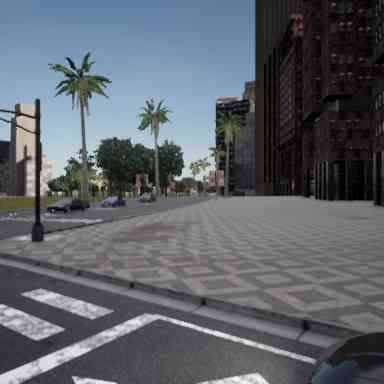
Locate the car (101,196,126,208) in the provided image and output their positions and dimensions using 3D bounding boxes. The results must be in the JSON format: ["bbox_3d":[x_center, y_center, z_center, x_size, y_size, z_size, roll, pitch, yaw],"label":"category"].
[{"bbox_3d":[-10.274,1.270,44.074,1.812,1.442,4.674,0,1,13],"label":"car"}]

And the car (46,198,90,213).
[{"bbox_3d":[-12.588,1.375,34.321,2.033,1.411,5.357,0,0,14],"label":"car"}]

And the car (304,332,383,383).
[{"bbox_3d":[3.018,1.504,1.556,4.892,1.490,1.837,0,0,34],"label":"car"}]

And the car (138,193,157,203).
[{"bbox_3d":[-7.619,0.982,56.803,2.097,1.767,4.553,0,1,11],"label":"car"}]
